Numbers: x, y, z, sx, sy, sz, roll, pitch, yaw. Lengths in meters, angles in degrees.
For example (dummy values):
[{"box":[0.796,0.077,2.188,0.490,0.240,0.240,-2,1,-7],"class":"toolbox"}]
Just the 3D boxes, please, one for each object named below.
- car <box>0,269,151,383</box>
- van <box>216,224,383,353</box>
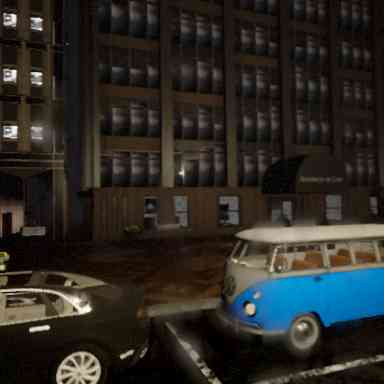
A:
[{"box":[-2.735,1.743,4.145,4.403,1.369,2.008,0,-2,-19],"class":"car"},{"box":[2.474,1.510,5.978,3.998,1.788,1.690,0,-2,-19],"class":"van"}]
